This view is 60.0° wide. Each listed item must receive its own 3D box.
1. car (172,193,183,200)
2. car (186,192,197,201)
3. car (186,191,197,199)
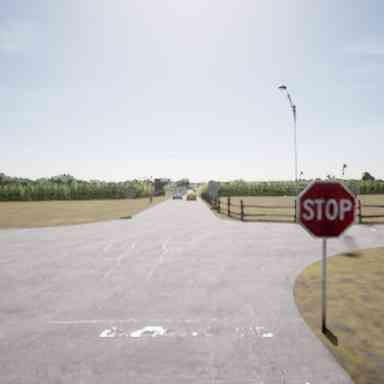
[{"bbox_3d":[-2.851,0.842,65.951,1.812,1.442,4.674,0,0,0],"label":"car"},{"bbox_3d":[-0.094,0.826,61.367,1.882,1.535,5.008,0,0,0],"label":"car"},{"bbox_3d":[-0.109,0.639,71.788,2.128,1.511,4.902,0,0,0],"label":"car"}]
